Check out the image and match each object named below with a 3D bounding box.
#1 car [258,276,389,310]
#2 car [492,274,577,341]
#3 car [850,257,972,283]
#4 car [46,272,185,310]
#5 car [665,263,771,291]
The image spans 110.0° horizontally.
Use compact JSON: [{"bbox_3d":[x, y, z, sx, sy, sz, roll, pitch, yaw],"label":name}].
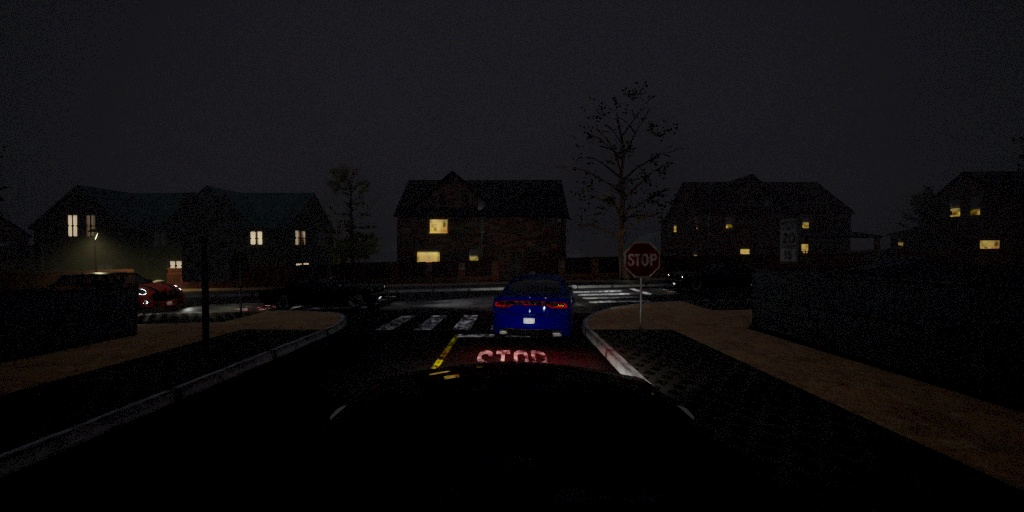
[{"bbox_3d":[-7.821,1.506,15.247,4.718,1.301,1.895,-1,1,0],"label":"car"},{"bbox_3d":[0.780,1.226,10.046,1.882,1.535,5.008,0,0,10],"label":"car"},{"bbox_3d":[20.044,0.753,18.232,5.357,1.411,2.033,-1,1,0],"label":"car"},{"bbox_3d":[-16.809,1.471,15.233,4.553,1.767,2.097,-1,1,0],"label":"car"},{"bbox_3d":[10.398,1.034,18.188,4.718,1.301,1.895,-1,1,-1],"label":"car"}]
